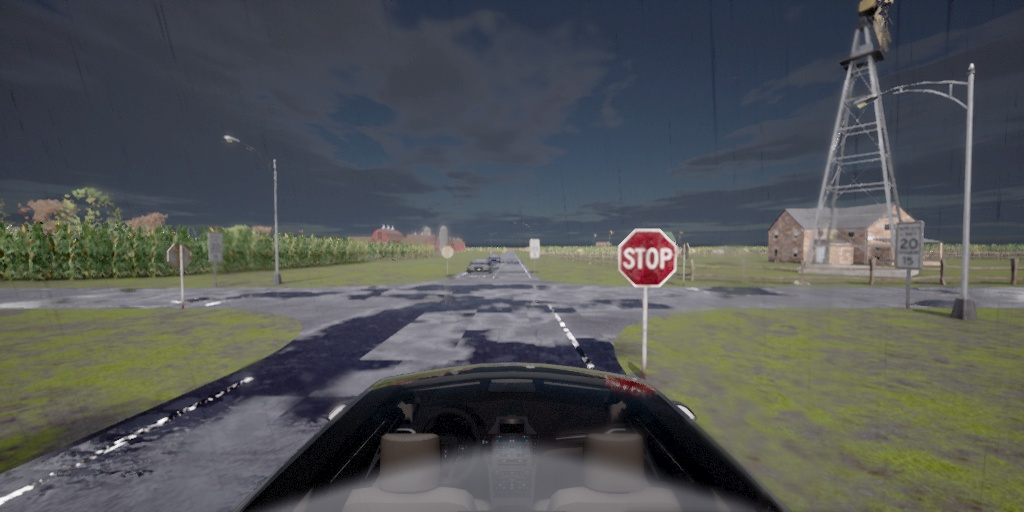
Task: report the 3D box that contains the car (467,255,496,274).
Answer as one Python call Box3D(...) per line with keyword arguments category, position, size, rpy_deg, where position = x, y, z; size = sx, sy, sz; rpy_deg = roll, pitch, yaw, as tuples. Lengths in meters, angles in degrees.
Box3D(category="car", position=(-2.743, 0.883, 31.432), size=(1.994, 1.385, 4.181), rpy_deg=(0, 1, 0))

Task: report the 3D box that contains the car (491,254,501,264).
Box3D(category="car", position=(-2.736, 0.420, 55.775), size=(2.033, 1.411, 5.357), rpy_deg=(0, 1, 0))
